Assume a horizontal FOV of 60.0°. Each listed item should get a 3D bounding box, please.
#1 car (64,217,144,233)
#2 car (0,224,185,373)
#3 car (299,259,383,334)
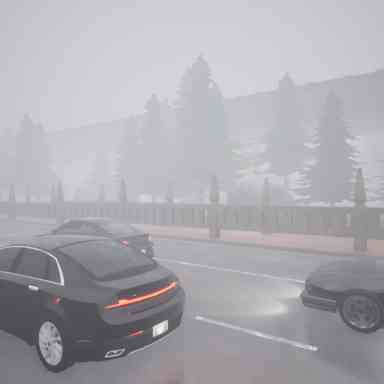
[{"bbox_3d":[-3.274,1.526,10.614,4.674,1.442,1.812,0,0,35],"label":"car"},{"bbox_3d":[-2.380,1.505,5.684,4.892,1.490,1.837,0,0,35],"label":"car"},{"bbox_3d":[4.541,1.547,5.053,5.357,1.411,2.033,0,0,35],"label":"car"}]
